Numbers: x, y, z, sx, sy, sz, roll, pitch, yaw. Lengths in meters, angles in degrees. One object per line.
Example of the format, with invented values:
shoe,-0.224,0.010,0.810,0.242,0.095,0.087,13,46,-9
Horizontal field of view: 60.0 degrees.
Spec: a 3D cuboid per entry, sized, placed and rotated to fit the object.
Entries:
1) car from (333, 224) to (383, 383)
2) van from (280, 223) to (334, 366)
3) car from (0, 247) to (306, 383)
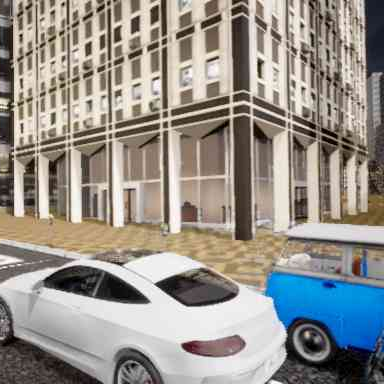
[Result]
car,3.750,1.239,1.263,5.566,2.045,2.150,0,0,35
van,2.873,1.367,4.229,3.998,1.788,1.690,0,-1,36
car,-1.056,1.546,4.731,4.674,1.442,1.812,0,0,36
